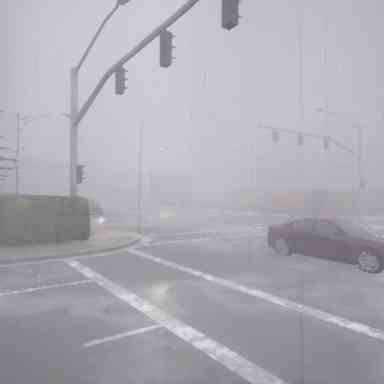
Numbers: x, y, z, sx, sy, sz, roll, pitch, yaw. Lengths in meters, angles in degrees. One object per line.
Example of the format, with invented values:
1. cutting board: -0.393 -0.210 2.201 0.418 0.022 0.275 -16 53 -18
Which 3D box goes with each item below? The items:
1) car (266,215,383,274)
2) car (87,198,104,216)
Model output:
1. car: 4.787 1.573 11.187 1.882 1.535 5.008 0 0 -35
2. car: -10.351 1.376 32.683 2.097 1.767 4.553 0 -1 -35
